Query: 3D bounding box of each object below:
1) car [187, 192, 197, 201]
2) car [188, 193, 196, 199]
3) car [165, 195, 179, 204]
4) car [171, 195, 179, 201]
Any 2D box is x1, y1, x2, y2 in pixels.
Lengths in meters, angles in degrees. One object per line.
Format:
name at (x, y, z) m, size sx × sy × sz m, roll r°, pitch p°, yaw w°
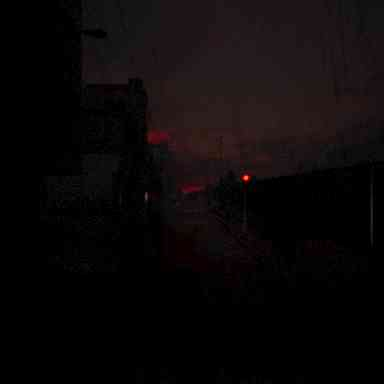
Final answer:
car at (-0.008, 1.074, 77.678) m, size 2.150 × 2.045 × 5.566 m, roll 0°, pitch 0°, yaw 0°
car at (-0.012, 1.148, 88.068) m, size 1.882 × 1.535 × 5.008 m, roll 0°, pitch 0°, yaw 0°
car at (-4.025, 1.409, 63.211) m, size 1.812 × 1.442 × 4.674 m, roll 0°, pitch 0°, yaw 1°
car at (-4.009, 1.374, 78.696) m, size 1.812 × 1.442 × 4.674 m, roll 0°, pitch 0°, yaw 0°
